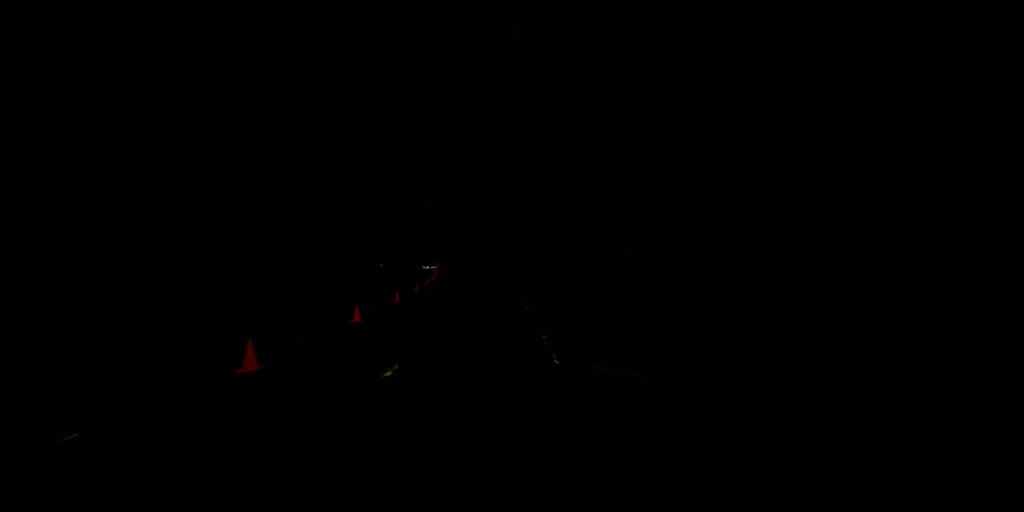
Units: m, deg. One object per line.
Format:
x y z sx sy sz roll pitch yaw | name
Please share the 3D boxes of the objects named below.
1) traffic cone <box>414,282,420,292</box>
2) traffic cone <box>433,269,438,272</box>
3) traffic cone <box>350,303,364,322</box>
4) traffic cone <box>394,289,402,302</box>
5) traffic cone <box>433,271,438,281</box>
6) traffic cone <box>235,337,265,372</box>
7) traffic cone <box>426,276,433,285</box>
-5.674 1.832 21.419 0.340 0.580 0.340 0 0 -5 | traffic cone
-7.634 1.878 36.076 0.340 0.580 0.340 0 0 -10 | traffic cone
-5.001 1.815 11.583 0.340 0.580 0.340 0 0 -2 | traffic cone
-5.274 1.822 16.506 0.340 0.580 0.340 0 0 -4 | traffic cone
-6.855 1.860 31.208 0.340 0.580 0.340 0 0 -8 | traffic cone
-4.855 1.811 6.655 0.340 0.580 0.340 0 0 -1 | traffic cone
-6.201 1.845 26.321 0.340 0.580 0.340 0 0 -7 | traffic cone
